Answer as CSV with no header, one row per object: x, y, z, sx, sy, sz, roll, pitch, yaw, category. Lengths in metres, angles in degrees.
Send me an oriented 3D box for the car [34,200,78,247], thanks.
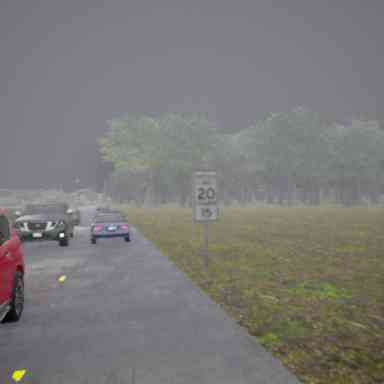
-7.041,1.445,16.213,2.150,2.045,5.566,-1,-1,-16,car

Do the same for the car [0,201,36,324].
-3.753,1.311,4.293,2.150,2.045,5.566,-1,1,-16,car

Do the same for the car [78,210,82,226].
-9.916,1.893,26.667,1.812,1.442,4.674,-1,-1,-15,car

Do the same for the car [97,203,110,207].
-13.458,2.295,50.611,1.994,1.385,4.181,-1,-1,-15,car

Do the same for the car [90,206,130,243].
-4.265,1.706,17.244,2.033,1.411,5.357,-1,0,-15,car
